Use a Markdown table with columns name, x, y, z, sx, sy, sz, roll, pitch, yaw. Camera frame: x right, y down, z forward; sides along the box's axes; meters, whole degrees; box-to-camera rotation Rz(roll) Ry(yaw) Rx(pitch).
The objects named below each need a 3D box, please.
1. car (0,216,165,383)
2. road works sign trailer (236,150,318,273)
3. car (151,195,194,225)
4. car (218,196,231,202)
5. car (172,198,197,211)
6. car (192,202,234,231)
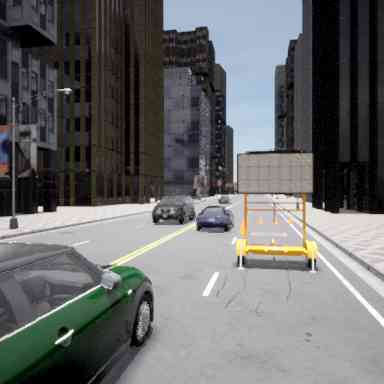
| name | x | y | z | sx | sy | sz | roll | pitch | yaw |
| --- | --- | --- | --- | --- | --- | --- | --- | --- | --- |
| car | -1.996 | 1.352 | 3.680 | 2.097 | 1.767 | 4.553 | 0 | 0 | 12 |
| road works sign trailer | 2.676 | 0.464 | 10.814 | 2.380 | 3.560 | 2.880 | 0 | 0 | 12 |
| car | -1.239 | 1.221 | 24.656 | 2.150 | 2.045 | 5.566 | 0 | 0 | 12 |
| car | 5.747 | 1.503 | 58.783 | 1.837 | 1.490 | 4.892 | 0 | 0 | 12 |
| car | -0.922 | 1.547 | 42.451 | 2.033 | 1.411 | 5.357 | 0 | 0 | 12 |
| car | 1.529 | 1.564 | 20.947 | 1.994 | 1.385 | 4.181 | 0 | 0 | 12 |
